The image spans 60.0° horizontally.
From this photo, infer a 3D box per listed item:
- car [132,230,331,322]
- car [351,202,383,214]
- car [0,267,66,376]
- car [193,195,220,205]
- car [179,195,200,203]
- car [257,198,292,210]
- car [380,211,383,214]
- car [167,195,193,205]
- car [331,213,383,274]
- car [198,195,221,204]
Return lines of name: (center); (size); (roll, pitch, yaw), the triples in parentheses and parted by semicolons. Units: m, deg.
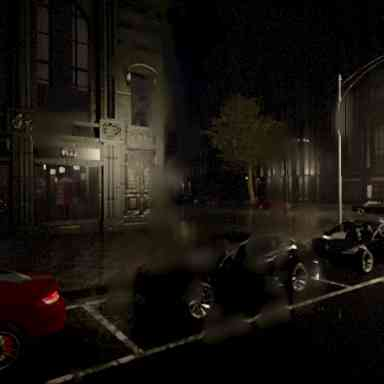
car: (0.841, 1.565, 7.251); (4.313, 1.339, 1.947); (0, 0, -36)
car: (18.544, 1.650, 32.987); (1.895, 1.301, 4.718); (0, 0, -36)
car: (-3.745, 1.582, 3.974); (4.206, 1.307, 1.802); (0, 0, -36)
car: (2.893, 1.613, 60.611); (2.128, 1.511, 4.902); (0, 0, -35)
car: (-0.635, 1.466, 71.007); (1.882, 1.535, 5.008); (0, 0, -36)
car: (10.821, 1.564, 43.740); (1.882, 1.535, 5.008); (0, 0, -36)
car: (10.012, 1.551, 13.807); (4.403, 1.369, 2.008); (0, 0, -36)
car: (-1.824, 1.696, 61.508); (2.033, 1.411, 5.357); (0, 0, -36)
car: (5.426, 1.565, 10.529); (4.313, 1.339, 1.947); (0, 0, -36)
car: (3.369, 1.469, 65.513); (2.097, 1.767, 4.553); (0, 0, -35)
